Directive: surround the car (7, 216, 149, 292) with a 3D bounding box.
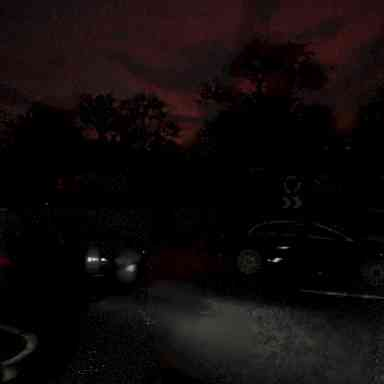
[{"bbox_3d":[-3.206,1.418,8.864,4.902,1.511,2.128,0,0,41],"label":"car"}]

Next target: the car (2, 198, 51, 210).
[{"bbox_3d":[-19.708,1.447,39.821,5.357,1.411,2.033,1,0,7],"label":"car"}]

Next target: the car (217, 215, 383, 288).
[{"bbox_3d":[3.100,1.398,8.809,4.902,1.511,2.128,0,1,24],"label":"car"}]
